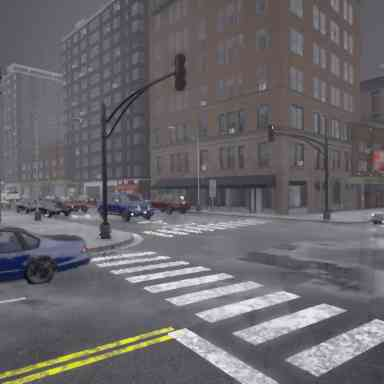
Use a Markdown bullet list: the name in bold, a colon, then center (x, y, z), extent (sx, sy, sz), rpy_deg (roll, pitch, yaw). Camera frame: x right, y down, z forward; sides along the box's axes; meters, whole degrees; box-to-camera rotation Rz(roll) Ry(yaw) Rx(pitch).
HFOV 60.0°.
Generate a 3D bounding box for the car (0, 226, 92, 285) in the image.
- **car**: center (-5.228, 1.547, 7.932), extent (5.357, 1.411, 2.033), rpy_deg (0, 0, -35)

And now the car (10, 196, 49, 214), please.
- **car**: center (-16.172, 1.375, 33.170), extent (1.947, 1.339, 4.313), rpy_deg (0, 1, -44)

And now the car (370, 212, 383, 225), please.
- **car**: center (13.923, 1.580, 21.982), extent (4.718, 1.301, 1.895), rpy_deg (1, -1, -31)

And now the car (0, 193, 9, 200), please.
- **car**: center (-40.676, 0.886, 70.775), extent (1.947, 1.339, 4.313), rpy_deg (0, 1, -44)

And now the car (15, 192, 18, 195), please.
- **car**: center (-29.191, 1.044, 58.898), extent (1.802, 1.307, 4.206), rpy_deg (0, 1, -44)

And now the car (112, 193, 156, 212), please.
- **car**: center (-6.220, 1.045, 35.139), extent (2.192, 1.841, 5.009), rpy_deg (0, 1, -44)

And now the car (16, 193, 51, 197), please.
- **car**: center (-19.330, 1.216, 40.410), extent (1.837, 1.490, 4.892), rpy_deg (-1, 1, -44)

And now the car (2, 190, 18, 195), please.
- **car**: center (-31.865, 0.712, 57.953), extent (2.150, 2.045, 5.566), rpy_deg (-1, 1, -44)

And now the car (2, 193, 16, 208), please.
- **car**: center (-23.709, 1.248, 40.964), extent (1.752, 1.417, 4.829), rpy_deg (0, 1, -44)

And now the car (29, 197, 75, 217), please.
- **car**: center (-12.344, 1.418, 29.211), extent (1.947, 1.339, 4.313), rpy_deg (0, 1, -44)

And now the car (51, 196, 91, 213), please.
- **car**: center (-12.061, 1.395, 32.872), extent (1.895, 1.301, 4.718), rpy_deg (-1, 1, -44)

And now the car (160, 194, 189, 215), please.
- **car**: center (-2.391, 1.087, 31.180), extent (2.192, 1.841, 5.009), rpy_deg (0, 1, -44)

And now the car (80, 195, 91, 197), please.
- **car**: center (-13.877, 1.084, 43.059), extent (1.967, 1.590, 4.097), rpy_deg (0, 1, -44)

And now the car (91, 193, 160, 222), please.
- **car**: center (-5.297, 1.090, 25.873), extent (2.150, 2.045, 5.566), rpy_deg (-1, 1, -44)
